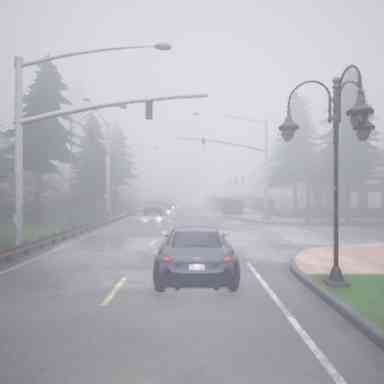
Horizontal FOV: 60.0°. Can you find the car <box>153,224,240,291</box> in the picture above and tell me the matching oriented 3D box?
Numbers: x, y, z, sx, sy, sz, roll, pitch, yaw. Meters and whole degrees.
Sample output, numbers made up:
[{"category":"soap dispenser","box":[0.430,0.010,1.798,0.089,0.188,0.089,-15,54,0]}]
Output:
[{"category":"car","box":[0.093,1.549,9.021,1.994,1.385,4.181,0,0,0]}]

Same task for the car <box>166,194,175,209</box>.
[{"category":"car","box":[-3.588,1.408,42.566,1.882,1.535,5.008,0,0,0]}]

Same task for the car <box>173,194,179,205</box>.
[{"category":"car","box":[-3.567,1.418,52.873,1.837,1.490,4.892,0,0,0]}]

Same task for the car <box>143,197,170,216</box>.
[{"category":"car","box":[-3.593,1.494,32.713,2.033,1.411,5.357,0,0,0]}]
